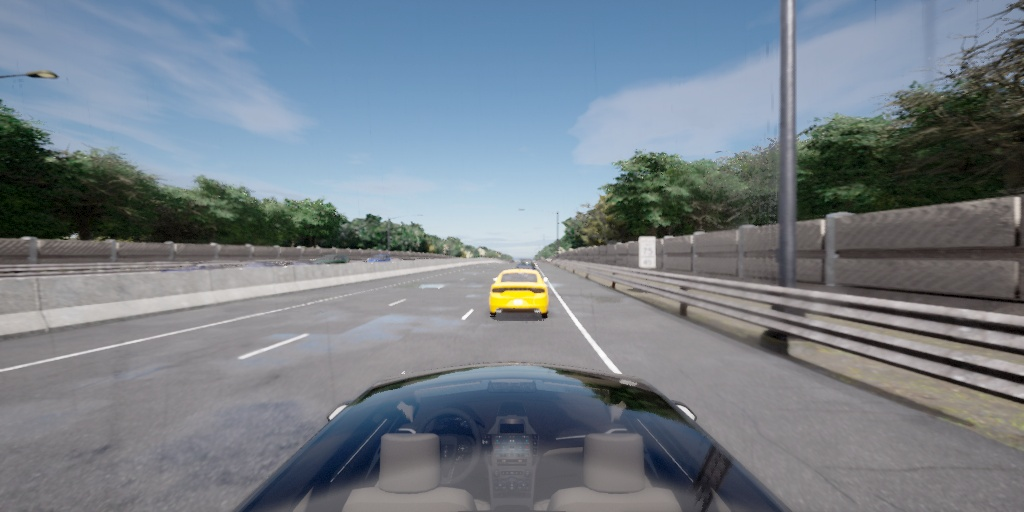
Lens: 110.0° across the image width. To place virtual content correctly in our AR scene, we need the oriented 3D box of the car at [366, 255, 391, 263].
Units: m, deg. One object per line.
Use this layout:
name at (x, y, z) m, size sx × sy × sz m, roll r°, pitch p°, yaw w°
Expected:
car at (-18.912, 0.865, 51.330) m, size 2.150 × 2.045 × 5.566 m, roll 0°, pitch 0°, yaw 3°

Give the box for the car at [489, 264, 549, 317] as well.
car at (0.299, 1.226, 13.139) m, size 1.882 × 1.535 × 5.008 m, roll 0°, pitch 0°, yaw 3°

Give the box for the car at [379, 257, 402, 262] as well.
car at (-15.601, 1.181, 48.008) m, size 1.812 × 1.442 × 4.674 m, roll 0°, pitch 0°, yaw 3°

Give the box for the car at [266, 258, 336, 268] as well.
car at (-16.571, 1.178, 28.547) m, size 2.128 × 1.511 × 4.902 m, roll 0°, pitch 0°, yaw 3°

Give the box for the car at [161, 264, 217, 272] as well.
car at (-23.648, 1.276, 27.190) m, size 1.895 × 1.301 × 4.718 m, roll 0°, pitch 0°, yaw 3°

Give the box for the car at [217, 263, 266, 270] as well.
car at (-20.074, 1.227, 28.630) m, size 2.033 × 1.411 × 5.357 m, roll 0°, pitch 0°, yaw 3°

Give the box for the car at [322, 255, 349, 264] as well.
car at (-22.758, 0.870, 45.207) m, size 2.150 × 2.045 × 5.566 m, roll 0°, pitch 0°, yaw 3°

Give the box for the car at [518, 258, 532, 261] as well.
car at (1.995, 1.039, 48.514) m, size 2.097 × 1.767 × 4.553 m, roll 0°, pitch 0°, yaw 3°

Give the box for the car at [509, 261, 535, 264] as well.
car at (0.951, 1.289, 26.738) m, size 1.994 × 1.385 × 4.181 m, roll 0°, pitch 0°, yaw 3°
